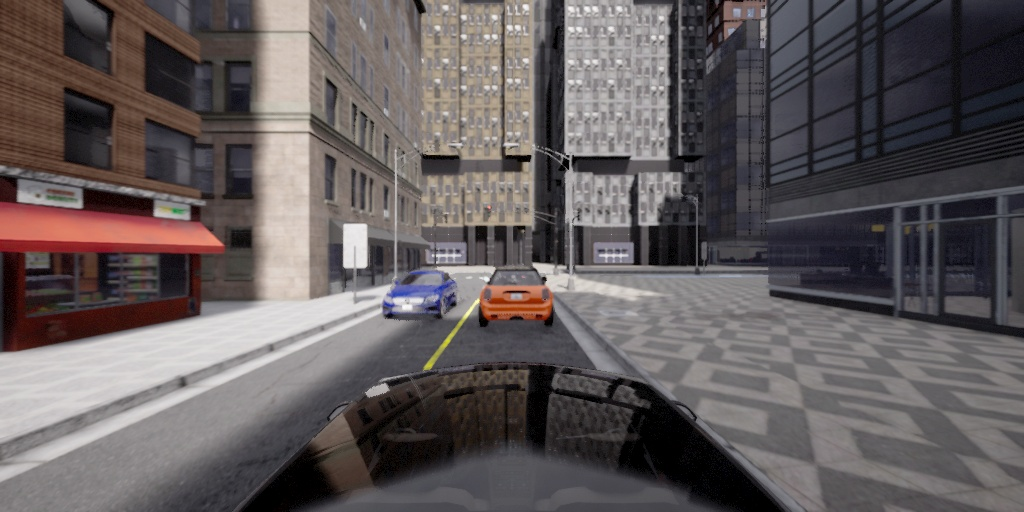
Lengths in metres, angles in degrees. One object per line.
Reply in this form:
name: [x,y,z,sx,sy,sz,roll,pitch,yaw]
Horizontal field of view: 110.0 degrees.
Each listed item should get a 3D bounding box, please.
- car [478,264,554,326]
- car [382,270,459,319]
car: [0.103,1.071,11.689,2.097,1.767,4.553,0,1,-1]
car: [-3.030,1.236,12.766,1.812,1.442,4.674,0,0,1]
